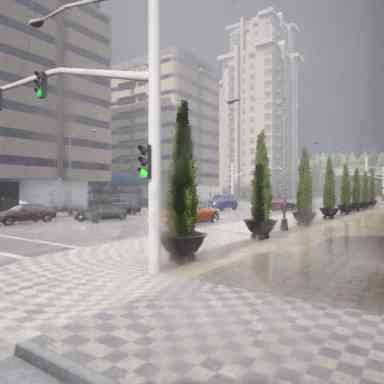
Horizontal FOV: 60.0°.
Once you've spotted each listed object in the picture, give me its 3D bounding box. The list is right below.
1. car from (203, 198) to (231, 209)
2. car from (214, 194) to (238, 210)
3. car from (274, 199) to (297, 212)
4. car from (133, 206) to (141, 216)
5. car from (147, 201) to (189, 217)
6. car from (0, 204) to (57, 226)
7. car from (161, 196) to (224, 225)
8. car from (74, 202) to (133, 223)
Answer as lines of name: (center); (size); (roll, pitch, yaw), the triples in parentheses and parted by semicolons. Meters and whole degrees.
car: (3.689, 1.580, 47.796); (1.837, 1.490, 4.892); (0, 0, 35)
car: (3.776, 1.294, 41.788); (2.150, 2.045, 5.566); (0, 0, 35)
car: (11.181, 1.544, 39.899); (1.882, 1.535, 5.008); (0, 0, 34)
car: (-7.194, 1.676, 32.073); (1.895, 1.301, 4.718); (0, 0, 35)
car: (-2.314, 1.636, 32.962); (1.994, 1.385, 4.181); (0, 0, 35)
car: (-12.343, 1.601, 24.570); (1.812, 1.442, 4.674); (0, 0, 35)
car: (0.045, 1.418, 23.721); (2.097, 1.767, 4.553); (0, 0, 35)
car: (-7.073, 1.636, 26.084); (1.994, 1.385, 4.181); (0, 0, 35)
